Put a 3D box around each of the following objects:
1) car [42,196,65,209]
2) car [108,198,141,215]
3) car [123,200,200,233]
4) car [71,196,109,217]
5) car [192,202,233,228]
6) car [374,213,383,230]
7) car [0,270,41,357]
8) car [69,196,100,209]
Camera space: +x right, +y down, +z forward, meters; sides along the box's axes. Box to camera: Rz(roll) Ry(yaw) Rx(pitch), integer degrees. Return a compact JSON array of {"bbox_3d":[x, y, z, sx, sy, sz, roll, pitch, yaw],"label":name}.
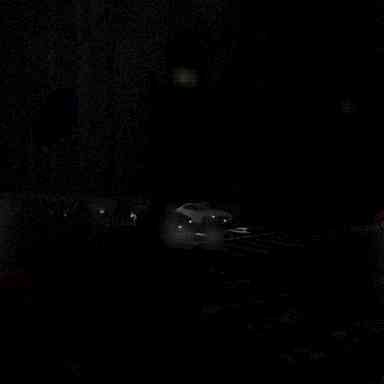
[{"bbox_3d":[-16.882,1.209,40.474,1.882,1.535,5.008,-1,2,-35],"label":"car"},{"bbox_3d":[-5.364,1.296,29.979,2.128,1.511,4.902,-1,1,-36],"label":"car"},{"bbox_3d":[-1.978,1.484,19.747,2.033,1.411,5.357,-1,1,-32],"label":"car"},{"bbox_3d":[-8.806,1.332,29.200,2.128,1.511,4.902,-1,1,-36],"label":"car"},{"bbox_3d":[0.609,1.415,21.709,1.812,1.442,4.674,-1,1,-36],"label":"car"},{"bbox_3d":[12.130,1.356,17.127,1.882,1.535,5.008,-1,1,-36],"label":"car"},{"bbox_3d":[-4.152,1.545,3.690,4.507,1.381,1.887,0,-1,-36],"label":"car"},{"bbox_3d":[-13.396,1.243,41.177,2.033,1.411,5.357,-1,1,-35],"label":"car"}]
